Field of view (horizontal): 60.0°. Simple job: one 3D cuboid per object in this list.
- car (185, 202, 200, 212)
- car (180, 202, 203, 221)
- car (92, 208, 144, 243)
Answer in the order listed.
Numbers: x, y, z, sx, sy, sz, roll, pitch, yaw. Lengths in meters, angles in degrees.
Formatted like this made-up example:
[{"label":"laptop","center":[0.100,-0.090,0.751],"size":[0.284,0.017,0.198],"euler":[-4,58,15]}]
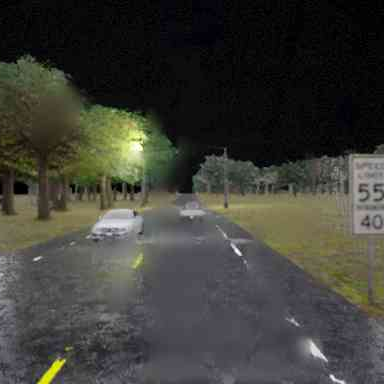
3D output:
[{"label":"car","center":[-0.002,1.978,44.783],"size":[1.895,1.301,4.718],"euler":[0,-1,0]},{"label":"car","center":[0.006,1.728,28.321],"size":[1.895,1.301,4.718],"euler":[0,-1,1]},{"label":"car","center":[-3.533,1.561,16.578],"size":[1.812,1.442,4.674],"euler":[0,0,0]}]
